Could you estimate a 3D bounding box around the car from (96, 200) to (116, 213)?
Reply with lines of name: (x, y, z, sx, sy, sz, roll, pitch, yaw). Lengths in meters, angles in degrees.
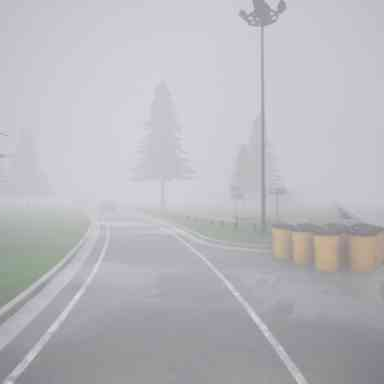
car: (-10.840, 1.752, 41.851, 2.128, 1.511, 4.902, 0, 0, -24)

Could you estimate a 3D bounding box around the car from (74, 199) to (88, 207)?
car: (-20.129, 1.964, 60.205, 1.994, 1.385, 4.181, 0, 0, -27)
